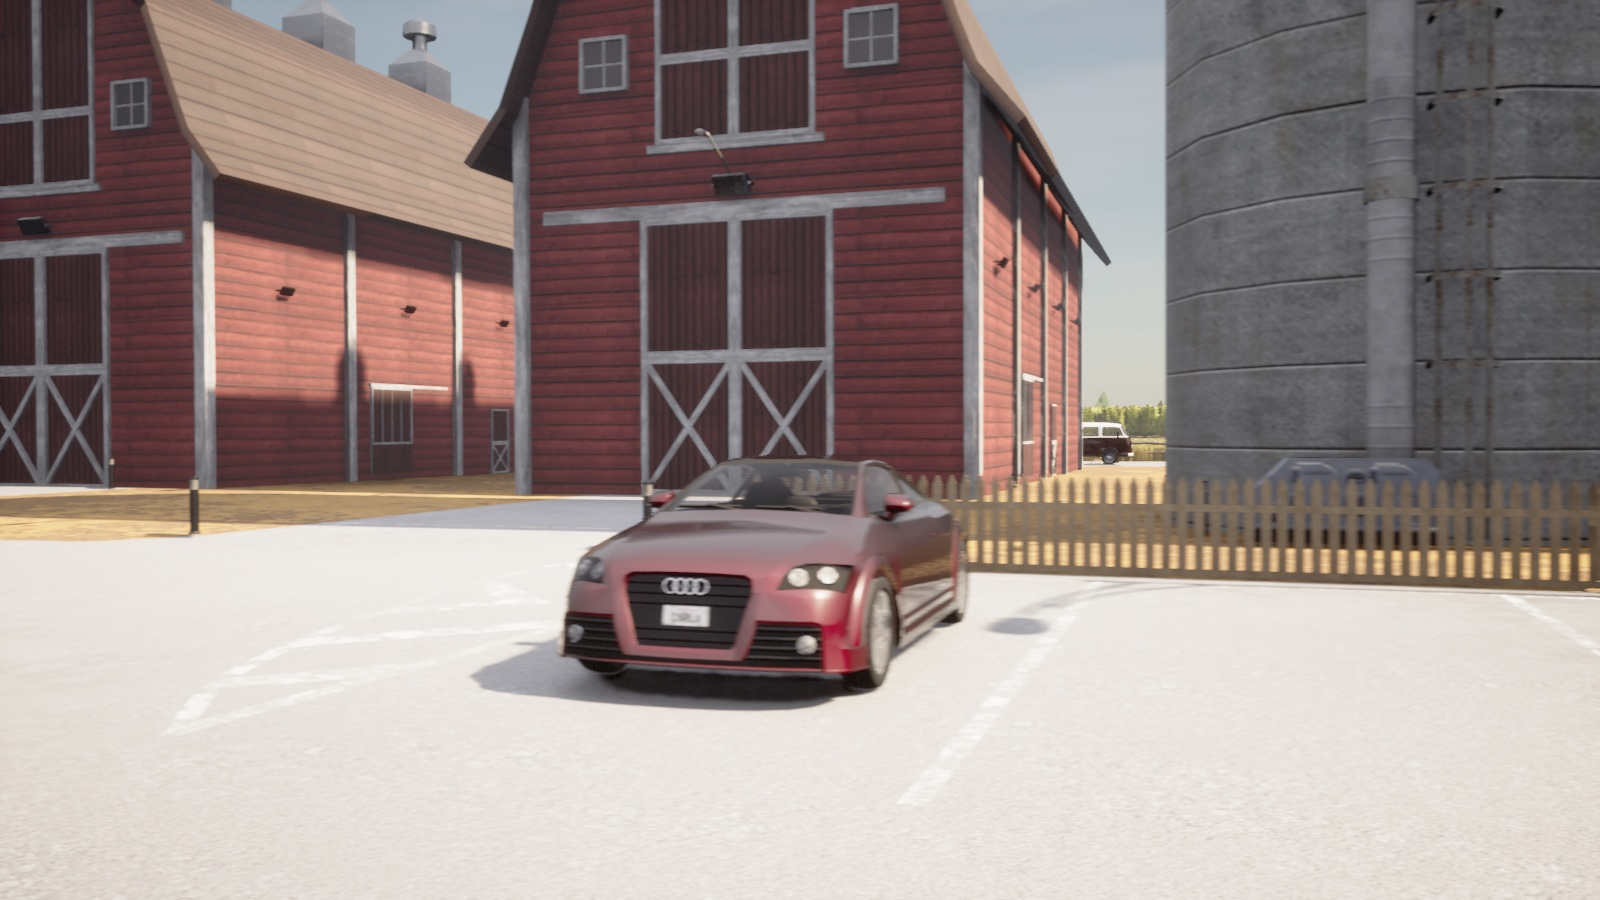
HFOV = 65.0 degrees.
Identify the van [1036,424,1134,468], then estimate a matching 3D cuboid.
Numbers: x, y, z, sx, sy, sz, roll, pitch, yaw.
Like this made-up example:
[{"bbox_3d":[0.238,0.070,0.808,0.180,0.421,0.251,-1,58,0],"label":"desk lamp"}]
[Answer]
[{"bbox_3d":[13.618,-0.219,60.020,4.480,2.038,2.069,0,1,15],"label":"van"}]
